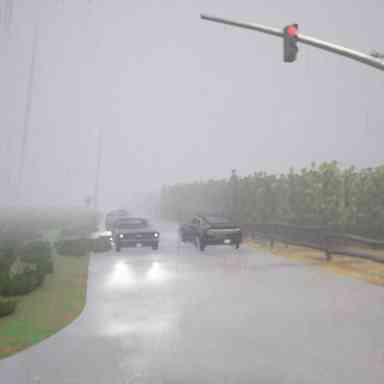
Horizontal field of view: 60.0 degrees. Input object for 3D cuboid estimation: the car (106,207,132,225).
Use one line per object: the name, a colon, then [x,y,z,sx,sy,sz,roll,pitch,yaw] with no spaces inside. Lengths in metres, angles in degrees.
car: [-5.586,2.124,25.565,1.994,1.385,4.181,0,-1,-17]

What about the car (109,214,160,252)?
car: [-2.813,1.951,16.000,1.895,1.301,4.718,0,-1,-16]

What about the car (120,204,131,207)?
car: [-11.538,2.780,57.778,1.812,1.442,4.674,0,-1,-16]

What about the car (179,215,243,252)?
car: [0.738,1.821,15.738,2.128,1.511,4.902,0,-1,-17]
